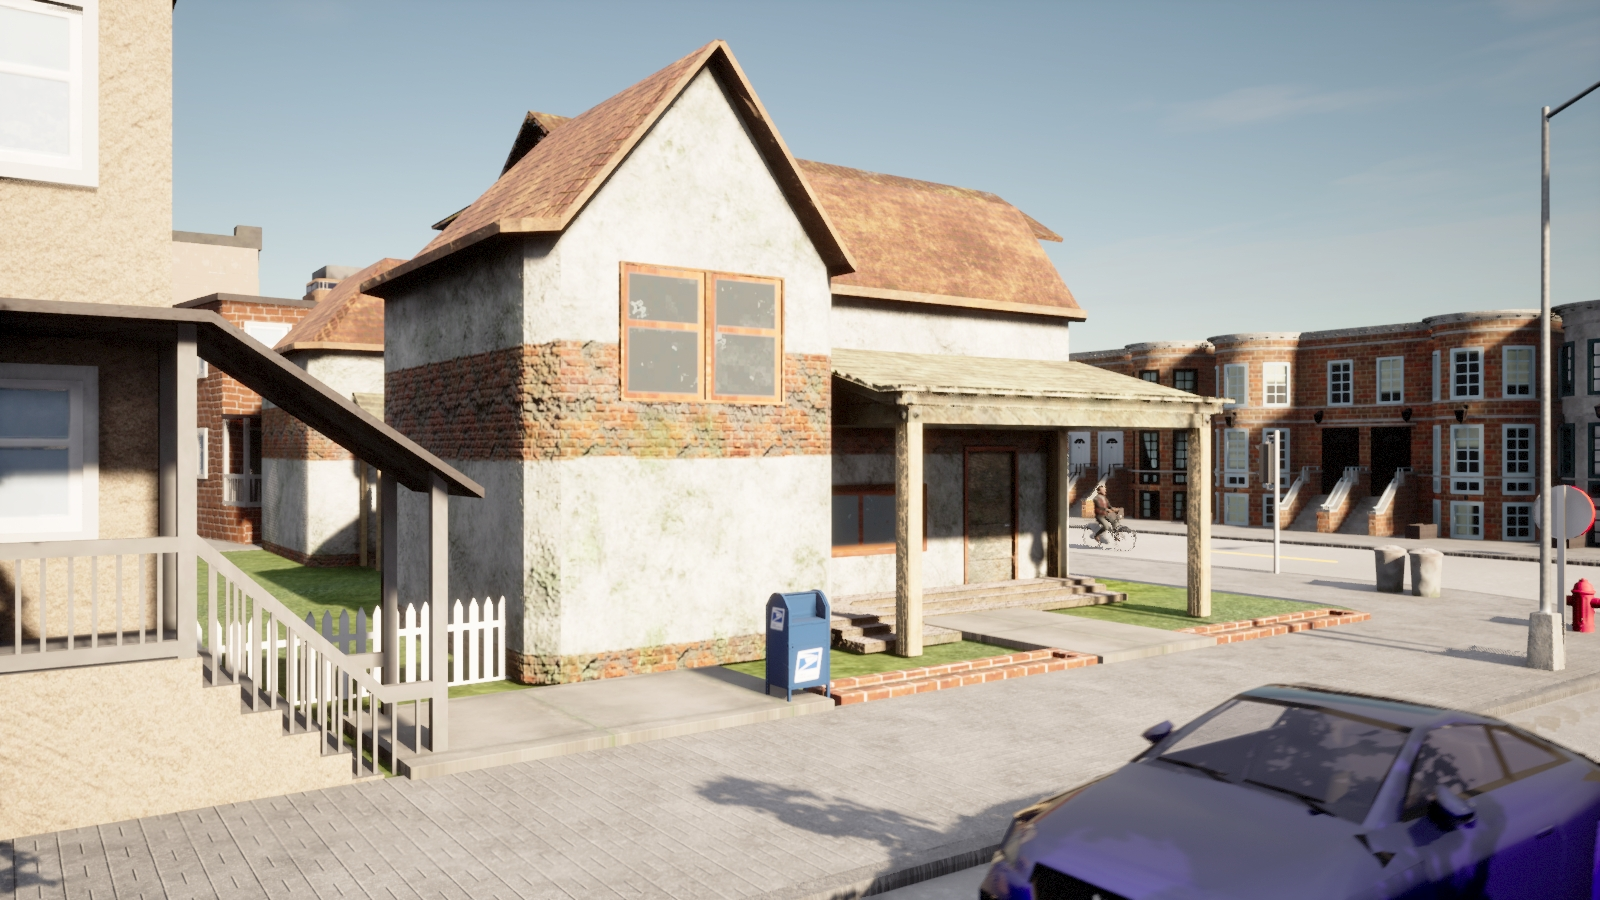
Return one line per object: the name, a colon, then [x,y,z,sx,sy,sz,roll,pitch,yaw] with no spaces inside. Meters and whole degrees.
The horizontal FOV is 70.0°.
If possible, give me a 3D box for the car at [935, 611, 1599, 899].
car: [3.008,1.896,6.503,4.181,1.385,1.994,0,0,-35]
